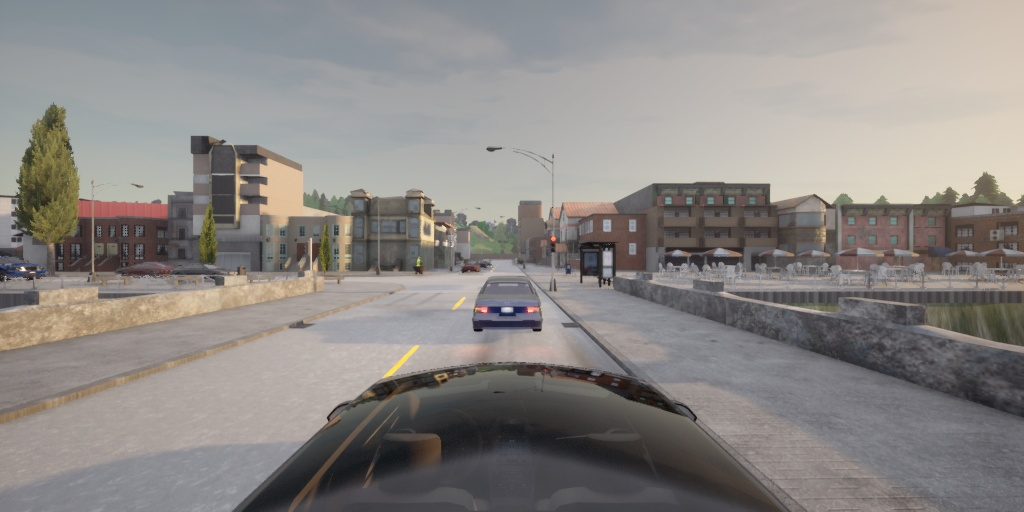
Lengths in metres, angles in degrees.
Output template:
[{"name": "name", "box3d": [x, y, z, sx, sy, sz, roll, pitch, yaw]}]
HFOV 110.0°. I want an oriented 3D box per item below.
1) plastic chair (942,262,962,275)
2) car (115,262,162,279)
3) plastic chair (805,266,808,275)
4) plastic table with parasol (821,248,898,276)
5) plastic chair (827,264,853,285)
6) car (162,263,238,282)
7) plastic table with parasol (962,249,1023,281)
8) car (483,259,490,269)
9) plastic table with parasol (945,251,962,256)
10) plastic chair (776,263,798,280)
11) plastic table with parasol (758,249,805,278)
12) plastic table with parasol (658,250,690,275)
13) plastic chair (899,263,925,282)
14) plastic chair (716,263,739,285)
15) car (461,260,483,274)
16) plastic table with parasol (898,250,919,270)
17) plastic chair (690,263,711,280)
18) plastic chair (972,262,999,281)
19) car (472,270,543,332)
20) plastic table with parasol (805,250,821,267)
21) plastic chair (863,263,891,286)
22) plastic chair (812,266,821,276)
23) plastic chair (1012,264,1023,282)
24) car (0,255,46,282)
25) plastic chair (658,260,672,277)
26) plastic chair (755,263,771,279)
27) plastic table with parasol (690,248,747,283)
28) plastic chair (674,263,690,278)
[{"name": "plastic chair", "box3d": [44.916, 1.279, 36.679, 0.730, 1.272, 0.750, 0, 0, -1]}, {"name": "car", "box3d": [-32.979, 1.275, 32.504, 4.674, 1.442, 1.812, 0, 0, -1]}, {"name": "plastic chair", "box3d": [28.236, 1.279, 35.315, 0.730, 1.272, 0.750, 0, 0, -1]}, {"name": "plastic table with parasol", "box3d": [23.410, 0.675, 24.287, 2.482, 2.480, 2.482, 0, 0, -1]}, {"name": "plastic chair", "box3d": [22.209, 1.279, 24.318, 0.730, 1.272, 0.750, 0, 0, -1]}, {"name": "car", "box3d": [-24.344, 1.276, 28.442, 4.674, 1.442, 1.812, 0, 0, -1]}, {"name": "plastic table with parasol", "box3d": [37.353, 0.675, 27.368, 2.482, 2.480, 2.482, 0, 0, -1]}, {"name": "car", "box3d": [-5.009, 1.351, 57.361, 1.895, 1.301, 4.718, 0, 0, -1]}, {"name": "plastic table with parasol", "box3d": [46.118, 0.675, 36.578, 2.482, 2.480, 2.482, 0, 0, -1]}, {"name": "plastic chair", "box3d": [22.333, 1.279, 29.120, 0.750, 1.272, 0.730, 0, 0, -1]}, {"name": "plastic table with parasol", "box3d": [22.412, 0.675, 30.472, 2.482, 2.480, 2.482, 0, 0, -1]}, {"name": "plastic table with parasol", "box3d": [15.385, 0.675, 33.391, 2.482, 2.480, 2.482, 0, 0, -1]}, {"name": "plastic chair", "box3d": [30.069, 1.279, 26.942, 0.750, 1.272, 0.730, 0, 0, -1]}, {"name": "plastic chair", "box3d": [14.609, 1.279, 24.297, 0.750, 1.272, 0.730, 0, 0, -1]}, {"name": "car", "box3d": [-4.771, 1.351, 41.766, 1.895, 1.301, 4.718, 0, 0, -1]}, {"name": "plastic table with parasol", "box3d": [30.058, 0.675, 28.222, 2.482, 2.480, 2.482, 0, 0, -1]}, {"name": "plastic chair", "box3d": [13.487, 1.279, 25.680, 0.730, 1.272, 0.750, 0, 0, -1]}, {"name": "plastic chair", "box3d": [36.224, 1.279, 27.438, 0.730, 1.272, 0.750, 0, 0, -1]}, {"name": "car", "box3d": [-0.119, 1.297, 10.834, 2.033, 1.411, 5.357, 0, 0, 0]}, {"name": "plastic table with parasol", "box3d": [29.666, 0.675, 35.307, 2.482, 2.480, 2.482, 0, 0, -1]}, {"name": "plastic chair", "box3d": [23.331, 1.279, 22.935, 0.750, 1.272, 0.730, 0, 0, -1]}, {"name": "plastic chair", "box3d": [29.358, 1.279, 33.932, 0.750, 1.272, 0.730, 0, 0, -1]}, {"name": "plastic chair", "box3d": [37.384, 1.279, 26.058, 0.750, 1.272, 0.730, 0, 0, -1]}, {"name": "car", "box3d": [-40.457, 0.970, 28.179, 5.566, 2.045, 2.150, 0, 0, -1]}, {"name": "plastic chair", "box3d": [14.163, 1.279, 33.491, 0.730, 1.272, 0.750, 0, 0, -1]}, {"name": "plastic chair", "box3d": [21.211, 1.279, 30.503, 0.730, 1.272, 0.750, 0, 0, -1]}, {"name": "plastic table with parasol", "box3d": [14.759, 0.675, 25.560, 2.482, 2.480, 2.482, 0, 0, -1]}, {"name": "plastic chair", "box3d": [15.285, 1.279, 32.109, 0.750, 1.272, 0.730, 0, 0, -1]}]
